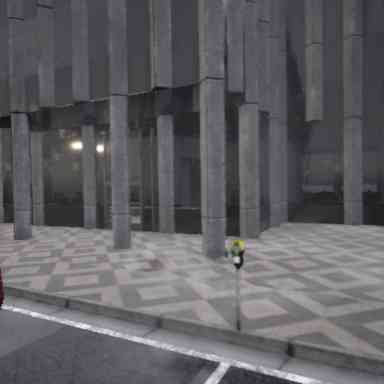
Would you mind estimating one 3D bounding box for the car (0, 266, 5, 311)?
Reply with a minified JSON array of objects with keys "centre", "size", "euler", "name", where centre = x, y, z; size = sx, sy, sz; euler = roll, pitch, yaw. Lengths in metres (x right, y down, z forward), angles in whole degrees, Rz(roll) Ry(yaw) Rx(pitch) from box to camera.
[{"centre":[-5.194,1.499,5.688],"size":[4.507,1.381,1.887],"euler":[0,2,28],"name":"car"}]
